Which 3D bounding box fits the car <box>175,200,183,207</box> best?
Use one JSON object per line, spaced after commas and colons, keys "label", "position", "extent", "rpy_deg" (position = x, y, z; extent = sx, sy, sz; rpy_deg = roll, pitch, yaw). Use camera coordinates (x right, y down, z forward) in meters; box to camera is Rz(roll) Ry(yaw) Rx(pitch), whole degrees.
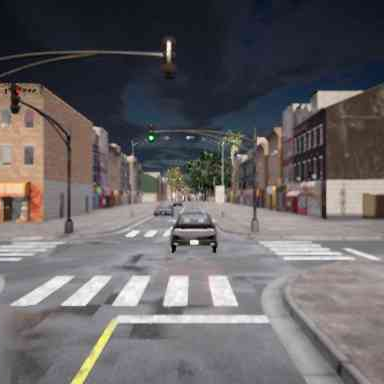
{"label": "car", "position": [-2.749, 2.256, 65.698], "extent": [2.033, 1.411, 5.357], "rpy_deg": [0, -1, -2]}

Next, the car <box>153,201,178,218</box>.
{"label": "car", "position": [-2.851, 1.920, 34.809], "extent": [1.994, 1.385, 4.181], "rpy_deg": [0, -1, 0]}

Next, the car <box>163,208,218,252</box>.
{"label": "car", "position": [0.088, 1.638, 14.537], "extent": [2.128, 1.511, 4.902], "rpy_deg": [0, -1, 0]}
